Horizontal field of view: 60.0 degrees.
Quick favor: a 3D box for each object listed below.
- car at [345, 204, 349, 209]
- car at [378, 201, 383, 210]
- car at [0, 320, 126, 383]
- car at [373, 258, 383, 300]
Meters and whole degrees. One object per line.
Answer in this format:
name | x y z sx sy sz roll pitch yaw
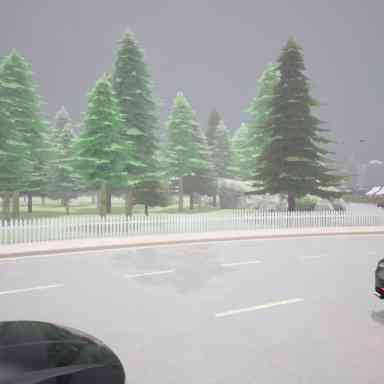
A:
car | 19.229 1.546 44.244 2.128 1.511 4.902 0 0 -4
car | 23.168 1.533 37.482 1.882 1.535 5.008 0 0 -4
car | -2.740 1.478 1.608 5.008 1.535 1.882 0 0 -37
car | 5.605 1.492 6.112 4.902 1.511 2.128 0 0 -24
